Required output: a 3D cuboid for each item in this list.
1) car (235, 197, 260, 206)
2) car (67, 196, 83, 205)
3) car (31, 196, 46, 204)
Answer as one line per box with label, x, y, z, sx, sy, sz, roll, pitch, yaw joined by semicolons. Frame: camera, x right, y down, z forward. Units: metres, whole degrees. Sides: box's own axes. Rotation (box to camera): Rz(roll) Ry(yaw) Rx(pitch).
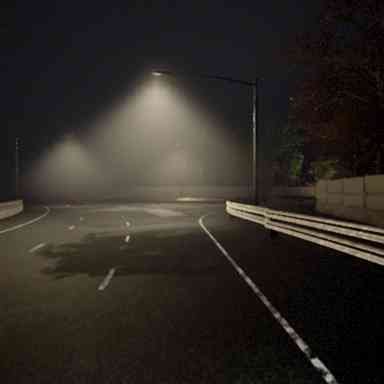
car;8.495;1.447;50.178;2.033;1.411;5.357;0;0;41
car;-19.990;1.476;56.647;1.812;1.442;4.674;0;0;-31
car;-29.911;1.483;64.807;1.812;1.442;4.674;0;0;-41
